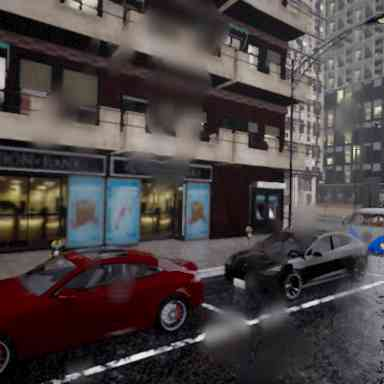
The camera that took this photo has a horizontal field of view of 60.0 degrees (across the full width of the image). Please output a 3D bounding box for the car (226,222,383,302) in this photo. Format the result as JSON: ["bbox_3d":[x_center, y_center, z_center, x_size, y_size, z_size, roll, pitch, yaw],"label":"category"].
[{"bbox_3d":[2.815,1.634,8.510,4.313,1.339,1.947,1,1,-35],"label":"car"}]

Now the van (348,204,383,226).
[{"bbox_3d":[7.232,1.463,11.864,3.998,1.788,1.690,1,1,-35],"label":"van"}]

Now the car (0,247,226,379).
[{"bbox_3d":[-1.695,1.597,5.294,4.206,1.307,1.802,1,1,-35],"label":"car"}]
